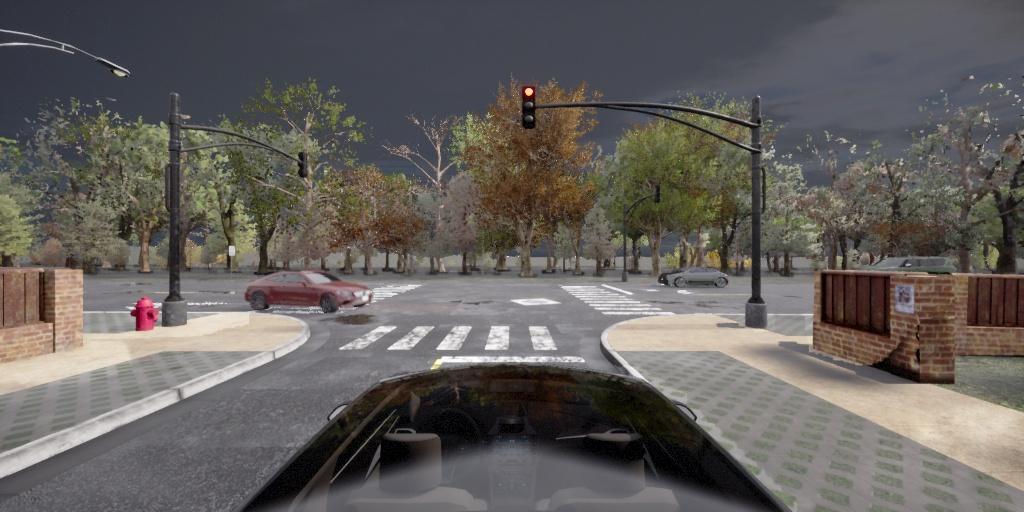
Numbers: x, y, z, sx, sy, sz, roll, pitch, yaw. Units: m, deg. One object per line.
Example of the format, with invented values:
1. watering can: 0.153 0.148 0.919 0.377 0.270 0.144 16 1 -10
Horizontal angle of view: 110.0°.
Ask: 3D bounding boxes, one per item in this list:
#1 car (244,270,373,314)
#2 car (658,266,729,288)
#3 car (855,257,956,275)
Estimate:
1. car: -7.514 1.249 13.277 4.674 1.442 1.812 0 0 12
2. car: 12.035 1.368 23.951 4.181 1.385 1.994 0 0 0
3. car: 26.075 1.073 23.960 5.566 2.045 2.150 0 0 0
